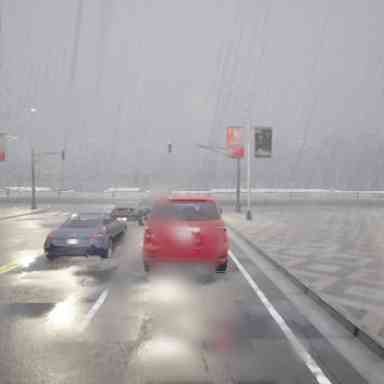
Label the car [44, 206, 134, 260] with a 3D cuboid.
[{"bbox_3d":[-3.501,1.392,11.720,1.994,1.385,4.181,0,1,0],"label":"car"}]

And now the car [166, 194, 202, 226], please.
[{"bbox_3d":[-0.528,1.037,21.265,2.097,1.767,4.553,0,1,-2],"label":"car"}]

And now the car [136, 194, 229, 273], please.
[{"bbox_3d":[-0.203,1.068,10.296,2.150,2.045,5.566,0,1,-1],"label":"car"}]

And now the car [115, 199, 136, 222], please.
[{"bbox_3d":[-3.765,1.202,20.646,1.837,1.490,4.892,0,1,-1],"label":"car"}]
